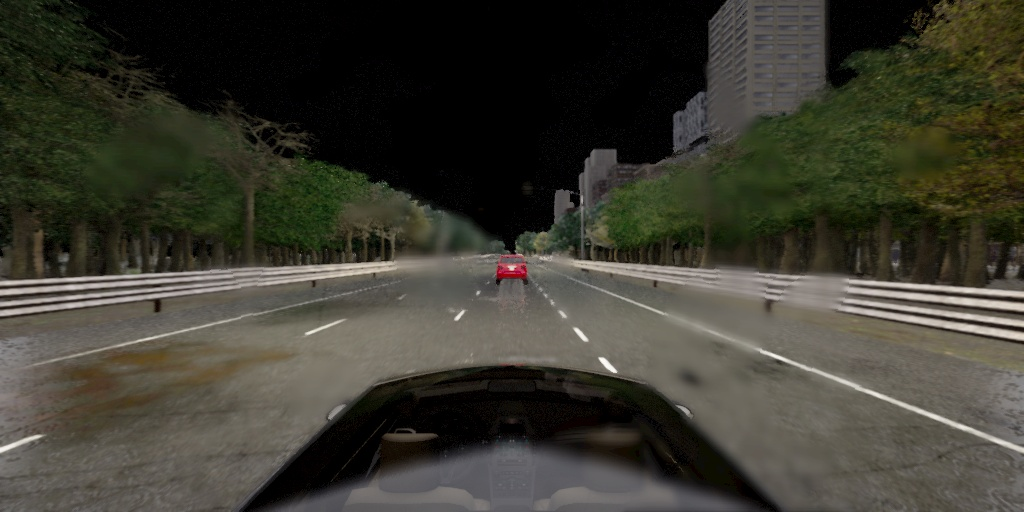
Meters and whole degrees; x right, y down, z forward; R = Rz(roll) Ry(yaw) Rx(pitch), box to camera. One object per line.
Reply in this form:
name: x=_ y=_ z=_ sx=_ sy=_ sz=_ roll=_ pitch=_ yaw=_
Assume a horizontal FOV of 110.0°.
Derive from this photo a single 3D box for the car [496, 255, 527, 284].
car: x=-0.013 y=0.963 z=27.091 sx=2.150 sy=2.045 sz=5.566 roll=0 pitch=0 yaw=0
